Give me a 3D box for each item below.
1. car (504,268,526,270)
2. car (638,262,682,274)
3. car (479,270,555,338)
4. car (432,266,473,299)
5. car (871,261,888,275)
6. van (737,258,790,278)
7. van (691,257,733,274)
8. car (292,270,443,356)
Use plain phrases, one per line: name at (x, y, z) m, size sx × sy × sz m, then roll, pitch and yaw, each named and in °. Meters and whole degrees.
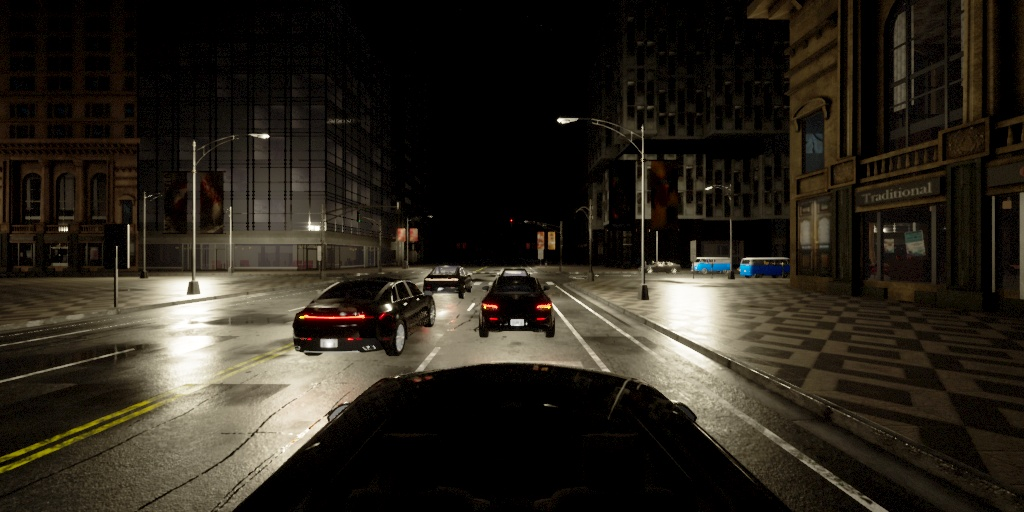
car at (0.146, 1.314, 18.464) m, size 1.994 × 1.385 × 4.181 m, roll 0°, pitch 0°, yaw 0°
car at (15.977, 1.263, 38.829) m, size 4.403 × 1.370 × 2.007 m, roll 0°, pitch 0°, yaw 0°
car at (0.122, 1.276, 10.075) m, size 1.812 × 1.442 × 4.674 m, roll 0°, pitch 0°, yaw 0°
car at (-3.108, 1.241, 17.994) m, size 2.128 × 1.511 × 4.902 m, roll 0°, pitch 0°, yaw 0°
car at (32.774, 1.251, 30.186) m, size 4.207 × 1.307 × 1.802 m, roll 0°, pitch 0°, yaw 0°
van at (21.537, 1.032, 30.265) m, size 3.998 × 1.789 × 1.690 m, roll 0°, pitch 0°, yaw 0°
van at (21.596, 1.042, 38.790) m, size 3.998 × 1.789 × 1.690 m, roll 0°, pitch 0°, yaw 0°
car at (-3.134, 1.255, 8.580) m, size 1.837 × 1.490 × 4.892 m, roll 0°, pitch 0°, yaw 0°
